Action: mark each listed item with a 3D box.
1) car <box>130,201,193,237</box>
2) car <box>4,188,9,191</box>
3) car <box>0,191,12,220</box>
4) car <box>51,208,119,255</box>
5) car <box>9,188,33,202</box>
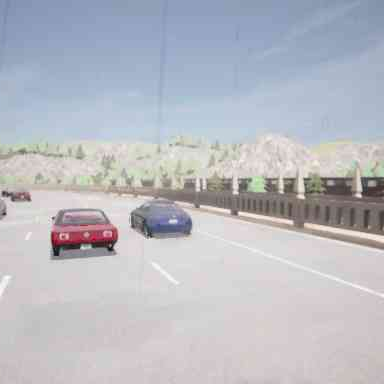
[{"bbox_3d":[-1.508,1.076,15.075,1.994,1.385,4.181,-1,2,-22],"label":"car"},{"bbox_3d":[-25.573,0.057,47.243,1.895,1.301,4.718,-1,2,-38],"label":"car"},{"bbox_3d":[-12.233,0.875,19.789,1.812,1.442,4.674,-1,2,-22],"label":"car"},{"bbox_3d":[-3.902,1.218,11.682,1.895,1.301,4.718,-1,2,-22],"label":"car"},{"bbox_3d":[-19.434,0.291,37.791,1.812,1.442,4.674,-1,2,-30],"label":"car"}]
